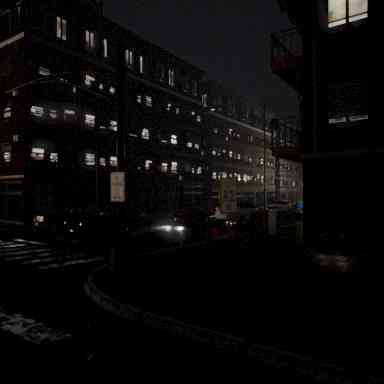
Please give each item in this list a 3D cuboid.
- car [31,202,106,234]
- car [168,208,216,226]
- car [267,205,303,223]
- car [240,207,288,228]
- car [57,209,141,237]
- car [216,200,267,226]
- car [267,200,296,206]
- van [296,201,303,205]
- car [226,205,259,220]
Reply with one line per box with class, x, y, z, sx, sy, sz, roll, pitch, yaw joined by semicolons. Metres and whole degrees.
car;-7.679;1.604;21.591;2.192;1.841;5.009;-1;-2;35
car;-0.176;2.014;27.780;1.994;1.385;4.181;0;-1;34
car;8.969;2.121;30.826;2.008;1.369;4.403;-2;-2;35
car;5.712;2.048;26.167;1.802;1.307;4.206;-2;-2;35
car;-5.417;1.885;20.308;1.895;1.301;4.718;0;-1;36
car;4.016;1.709;28.183;2.150;2.045;5.566;0;-1;35
car;11.715;2.050;44.700;2.150;2.045;5.566;0;-1;35
van;18.377;2.464;58.855;1.690;1.788;3.998;-1;-2;35
car;5.537;2.196;35.955;1.994;1.385;4.181;0;-1;34
